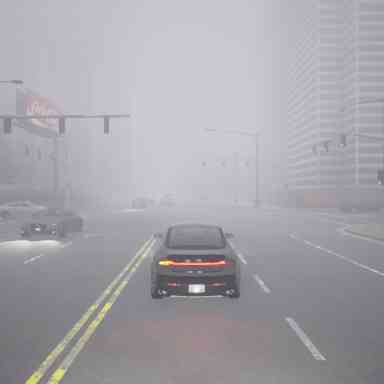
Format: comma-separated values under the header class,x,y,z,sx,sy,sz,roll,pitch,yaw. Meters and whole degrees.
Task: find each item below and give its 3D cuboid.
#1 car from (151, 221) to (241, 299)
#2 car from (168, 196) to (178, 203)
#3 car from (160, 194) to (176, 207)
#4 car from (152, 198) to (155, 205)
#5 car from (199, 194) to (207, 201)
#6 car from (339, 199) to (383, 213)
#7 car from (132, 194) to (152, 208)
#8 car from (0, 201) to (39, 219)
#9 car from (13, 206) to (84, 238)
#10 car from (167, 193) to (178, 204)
class,x,y,z,sx,sy,sz,roll,pitch,yaw
car,0.056,1.505,8.462,1.837,1.490,4.892,0,0,-1
car,-3.962,1.595,71.344,1.895,1.301,4.718,0,0,0
car,-3.911,1.526,51.719,1.812,1.442,4.674,0,0,0
car,-7.449,1.601,57.006,1.895,1.301,4.718,0,0,0
car,2.924,1.355,88.718,2.097,1.767,4.553,0,0,0
car,18.448,1.477,35.673,5.008,1.535,1.882,0,0,-1
car,-7.409,1.491,47.742,2.128,1.511,4.902,0,0,0
car,-14.145,1.525,28.417,4.674,1.442,1.812,0,0,-6
car,-7.209,1.564,17.512,1.994,1.385,4.181,0,0,-1
car,-3.959,1.221,61.298,2.150,2.045,5.566,0,0,0
